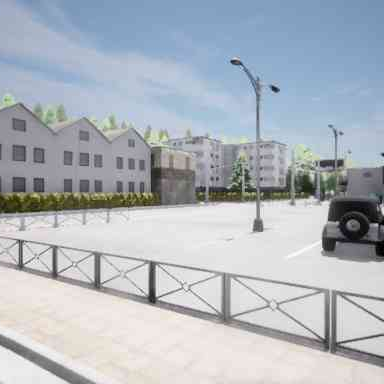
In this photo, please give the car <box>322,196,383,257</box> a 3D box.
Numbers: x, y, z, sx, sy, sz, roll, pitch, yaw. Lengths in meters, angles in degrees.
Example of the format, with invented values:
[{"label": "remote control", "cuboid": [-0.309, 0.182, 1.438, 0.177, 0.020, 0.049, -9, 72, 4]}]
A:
[{"label": "car", "cuboid": [5.886, 1.073, 11.679, 1.905, 1.878, 3.866, 0, 0, 35]}]
